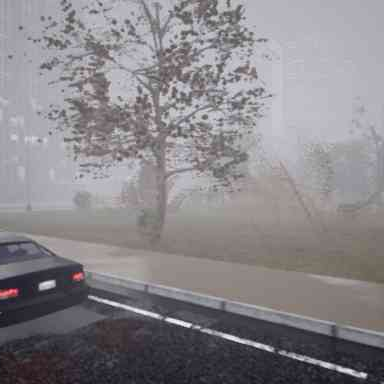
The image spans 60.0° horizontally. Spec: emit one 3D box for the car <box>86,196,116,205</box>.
[{"bbox_3d":[-16.383,1.575,60.113,1.882,1.535,5.008,-1,-1,38],"label":"car"}]

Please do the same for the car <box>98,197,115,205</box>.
[{"bbox_3d":[-13.766,1.530,58.214,1.882,1.535,5.008,-1,-1,37],"label":"car"}]

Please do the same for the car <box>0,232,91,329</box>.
[{"bbox_3d":[-4.370,1.547,6.808,5.357,1.411,2.033,0,0,36],"label":"car"}]
